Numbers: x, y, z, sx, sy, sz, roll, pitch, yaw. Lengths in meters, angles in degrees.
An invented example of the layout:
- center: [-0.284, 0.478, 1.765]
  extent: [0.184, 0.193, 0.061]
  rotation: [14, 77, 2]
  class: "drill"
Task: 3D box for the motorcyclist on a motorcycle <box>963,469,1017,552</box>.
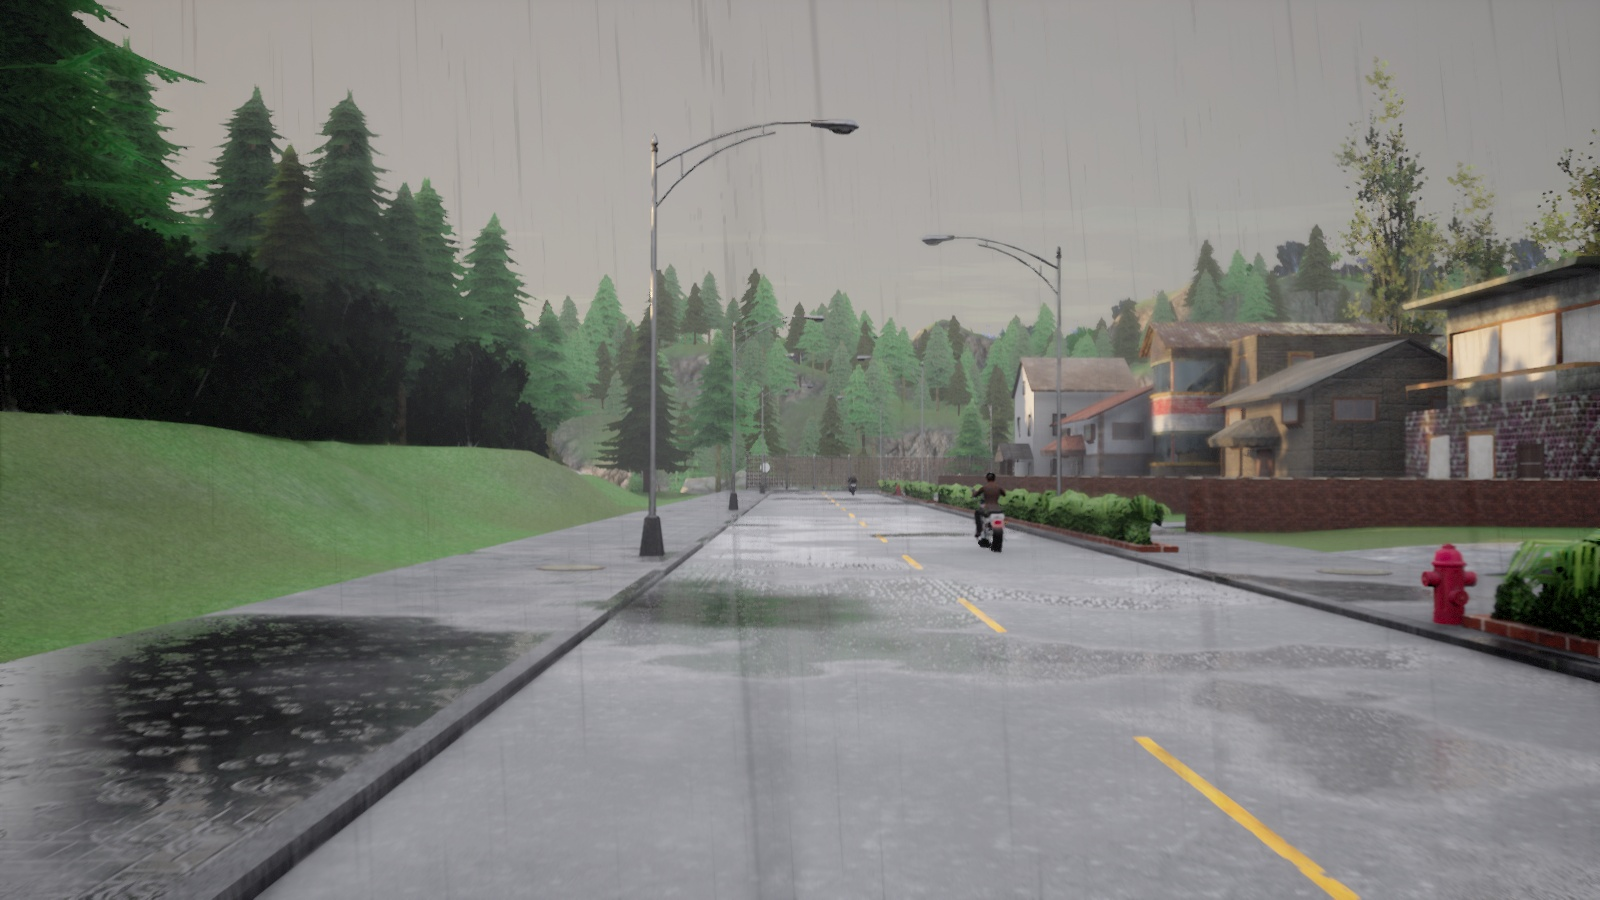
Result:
- center: [3.934, 1.230, 26.163]
  extent: [0.766, 1.649, 2.350]
  rotation: [0, -1, 0]
  class: "motorcyclist on a motorcycle"
